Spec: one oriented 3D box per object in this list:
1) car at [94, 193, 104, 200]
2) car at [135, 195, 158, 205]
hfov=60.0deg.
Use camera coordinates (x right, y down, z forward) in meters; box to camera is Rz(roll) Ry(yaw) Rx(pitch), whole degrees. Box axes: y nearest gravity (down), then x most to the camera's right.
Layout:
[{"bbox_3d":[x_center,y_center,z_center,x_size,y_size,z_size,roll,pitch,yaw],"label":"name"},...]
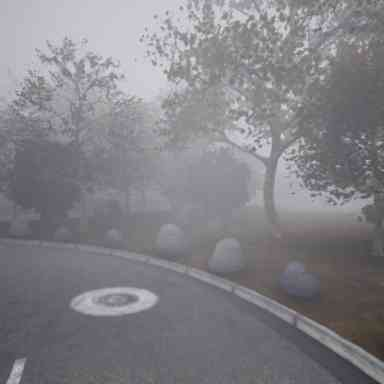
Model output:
[{"bbox_3d":[-19.864,0.936,67.559,4.674,1.442,1.812,2,0,36],"label":"car"},{"bbox_3d":[-8.095,1.243,58.637,4.553,1.767,2.097,2,0,45],"label":"car"}]
